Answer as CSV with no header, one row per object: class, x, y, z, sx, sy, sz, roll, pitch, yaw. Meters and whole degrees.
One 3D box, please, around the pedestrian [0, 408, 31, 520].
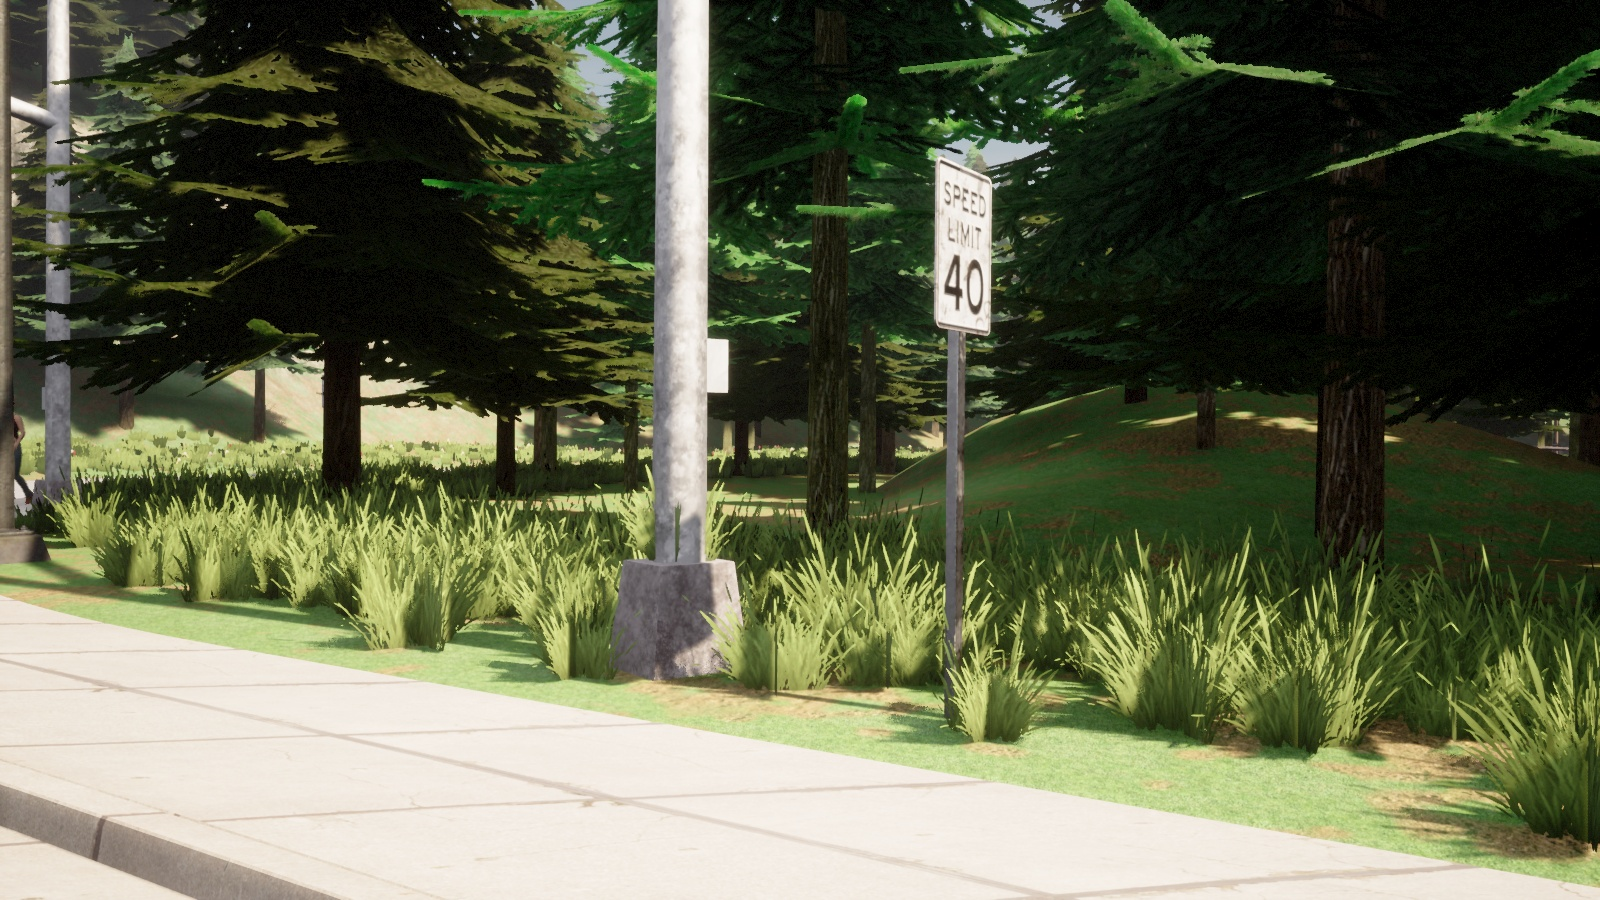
pedestrian,-13.190,0.227,20.920,0.345,1.836,0.594,0,1,3
